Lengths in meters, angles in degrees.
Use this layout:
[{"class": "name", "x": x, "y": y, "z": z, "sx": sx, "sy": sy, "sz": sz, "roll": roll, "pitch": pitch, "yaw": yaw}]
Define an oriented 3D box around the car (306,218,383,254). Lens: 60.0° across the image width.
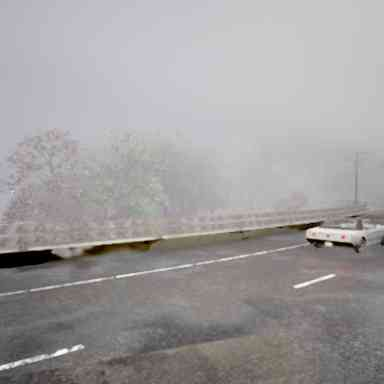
[{"class": "car", "x": 6.879, "y": 1.751, "z": 14.344, "sx": 4.718, "sy": 1.301, "sz": 1.895, "roll": 1, "pitch": -1, "yaw": -44}]
